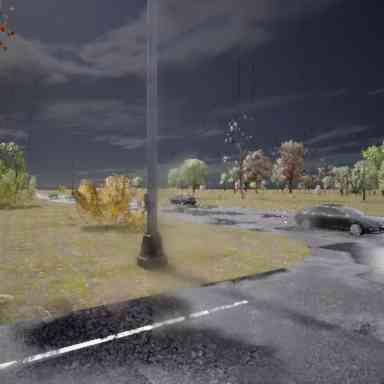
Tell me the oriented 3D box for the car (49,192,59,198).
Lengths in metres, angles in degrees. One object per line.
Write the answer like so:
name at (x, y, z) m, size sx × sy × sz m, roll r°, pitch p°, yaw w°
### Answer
car at (-32.729, 0.616, 78.414) m, size 1.994 × 1.385 × 4.181 m, roll -1°, pitch 1°, yaw -28°

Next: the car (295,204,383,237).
car at (7.938, 1.451, 18.063) m, size 1.837 × 1.490 × 4.892 m, roll -1°, pitch 1°, yaw -35°

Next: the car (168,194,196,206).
car at (-1.339, 1.071, 43.420) m, size 1.837 × 1.490 × 4.892 m, roll -1°, pitch 1°, yaw -35°
